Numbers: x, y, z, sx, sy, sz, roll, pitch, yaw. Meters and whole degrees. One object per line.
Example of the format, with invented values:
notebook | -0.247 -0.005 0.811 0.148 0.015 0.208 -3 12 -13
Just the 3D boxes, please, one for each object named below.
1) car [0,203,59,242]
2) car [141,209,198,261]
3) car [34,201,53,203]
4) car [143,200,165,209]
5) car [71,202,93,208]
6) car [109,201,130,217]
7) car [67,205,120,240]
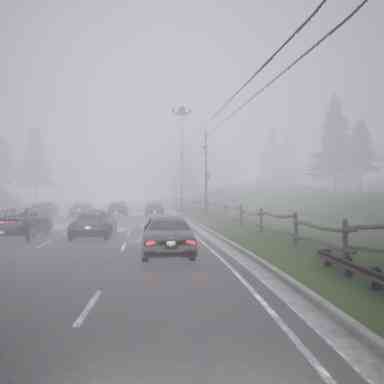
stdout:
car | -8.548 1.558 16.816 2.128 1.511 4.902 0 0 -7
car | -0.931 1.589 12.481 2.033 1.411 5.357 0 0 -7
car | -14.191 1.627 31.935 1.837 1.490 4.892 0 0 -8
car | -3.794 1.616 33.404 1.837 1.490 4.892 0 0 -8
car | -10.779 1.684 32.801 1.994 1.385 4.181 0 0 -8
car | -7.260 1.620 32.913 1.837 1.490 4.892 0 0 -8
car | -5.102 1.627 17.420 1.994 1.385 4.181 0 0 -7
